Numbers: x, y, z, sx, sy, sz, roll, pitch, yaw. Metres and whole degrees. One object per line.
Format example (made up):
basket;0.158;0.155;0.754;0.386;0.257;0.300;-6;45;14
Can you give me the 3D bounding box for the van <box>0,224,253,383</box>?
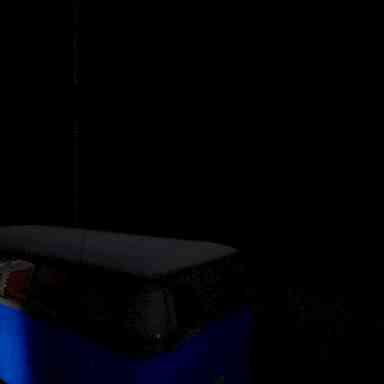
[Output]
van;-1.307;1.341;3.792;3.998;1.788;1.690;0;-1;36
